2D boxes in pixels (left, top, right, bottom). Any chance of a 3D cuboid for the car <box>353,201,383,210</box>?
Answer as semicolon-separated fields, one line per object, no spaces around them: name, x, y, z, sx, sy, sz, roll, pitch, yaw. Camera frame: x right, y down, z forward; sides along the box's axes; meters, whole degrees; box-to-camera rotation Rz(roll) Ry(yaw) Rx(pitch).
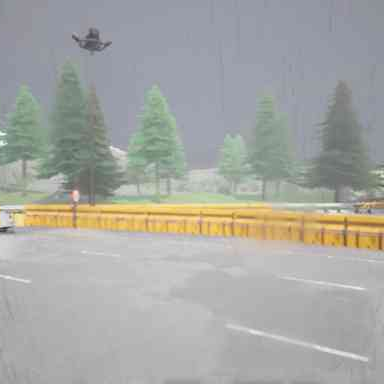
car;19.113;1.293;34.307;5.008;1.535;1.882;0;0;-9

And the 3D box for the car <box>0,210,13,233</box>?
car;-11.375;1.397;17.053;4.674;1.442;1.812;0;0;19
